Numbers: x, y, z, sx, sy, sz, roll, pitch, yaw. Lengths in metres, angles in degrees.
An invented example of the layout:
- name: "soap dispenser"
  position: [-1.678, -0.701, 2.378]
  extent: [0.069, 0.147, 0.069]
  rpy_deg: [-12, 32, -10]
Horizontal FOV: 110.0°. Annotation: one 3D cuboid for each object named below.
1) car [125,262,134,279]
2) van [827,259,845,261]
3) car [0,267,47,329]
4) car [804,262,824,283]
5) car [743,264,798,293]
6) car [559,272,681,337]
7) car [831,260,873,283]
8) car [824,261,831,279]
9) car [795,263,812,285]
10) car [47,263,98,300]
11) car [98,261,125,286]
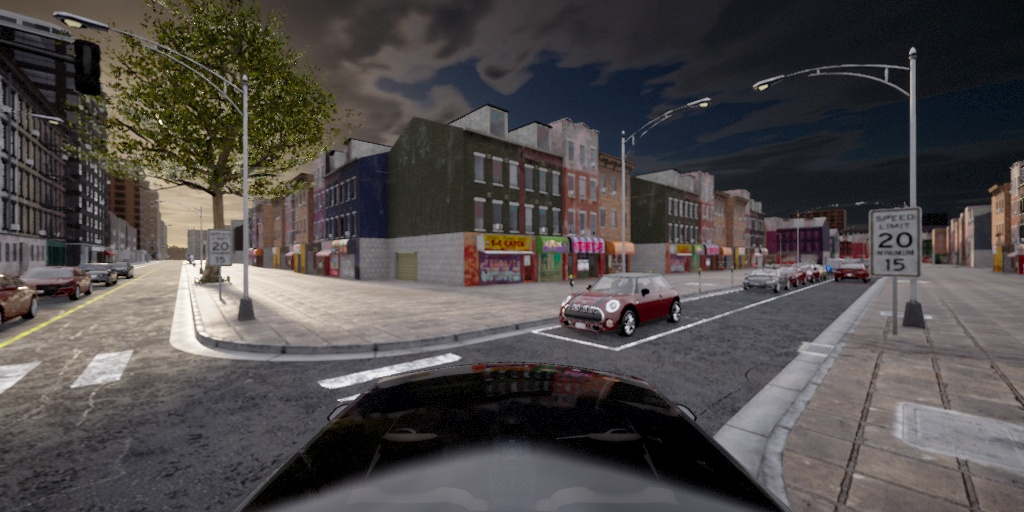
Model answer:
- name: "car"
  position: [-35.180, 1.251, 31.927]
  extent: [1.837, 1.490, 4.892]
  rpy_deg: [0, 0, -42]
- name: "van"
  position: [39.186, 1.248, 43.396]
  extent: [3.998, 1.789, 1.690]
  rpy_deg: [0, 0, -43]
- name: "car"
  position: [-15.017, 1.226, 9.801]
  extent: [1.882, 1.535, 5.008]
  rpy_deg: [0, 0, -43]
- name: "car"
  position: [23.181, 1.286, 28.690]
  extent: [4.097, 1.591, 1.967]
  rpy_deg: [0, 0, -43]
- name: "car"
  position: [15.179, 1.369, 21.337]
  extent: [4.403, 1.370, 2.007]
  rpy_deg: [0, 0, -43]
- name: "car"
  position: [3.175, 1.221, 10.307]
  extent: [4.097, 1.591, 1.967]
  rpy_deg: [0, 0, -43]
- name: "car"
  position: [28.183, 1.329, 29.634]
  extent: [5.008, 1.535, 1.882]
  rpy_deg: [0, 0, -42]
- name: "car"
  position: [27.057, 1.386, 32.251]
  extent: [4.829, 1.417, 1.751]
  rpy_deg: [0, 0, -43]
- name: "car"
  position: [19.179, 1.377, 25.013]
  extent: [4.507, 1.381, 1.888]
  rpy_deg: [0, 0, -43]
- name: "car"
  position: [-21.424, 1.223, 16.801]
  extent: [1.882, 1.535, 5.008]
  rpy_deg: [0, 0, -42]
- name: "car"
  position: [-28.187, 1.236, 24.213]
  extent: [2.128, 1.511, 4.902]
  rpy_deg: [0, 0, -42]
